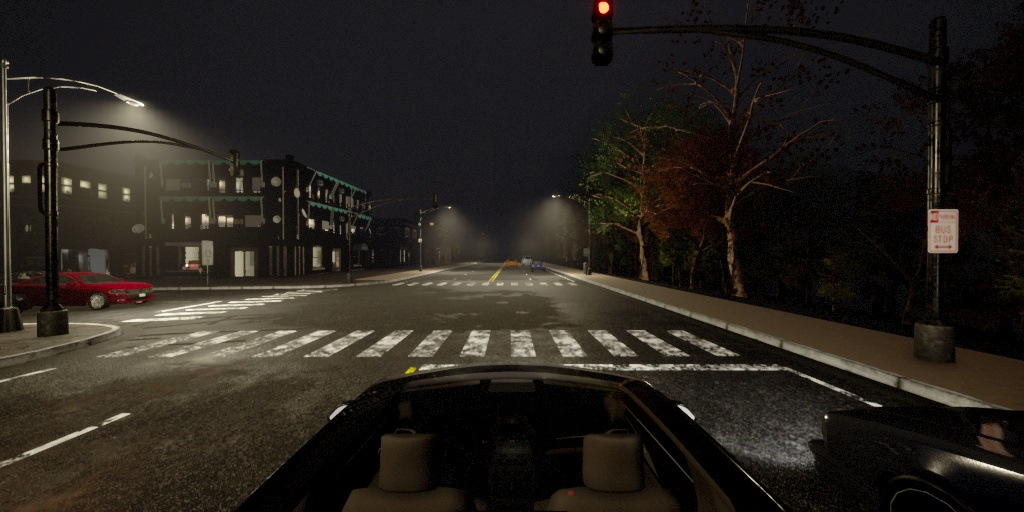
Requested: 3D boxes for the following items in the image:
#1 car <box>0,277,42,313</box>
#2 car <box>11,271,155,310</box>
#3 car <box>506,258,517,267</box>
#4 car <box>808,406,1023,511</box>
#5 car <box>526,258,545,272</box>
[{"bbox_3d":[-19.968,1.565,12.541,4.313,1.339,1.948,0,0,0],"label":"car"},{"bbox_3d":[-18.288,1.429,15.270,5.008,1.535,1.882,-1,1,-1],"label":"car"},{"bbox_3d":[-0.020,1.204,62.876,1.882,1.535,5.008,0,0,0],"label":"car"},{"bbox_3d":[3.353,1.298,0.426,2.033,1.411,5.357,0,0,0],"label":"car"},{"bbox_3d":[3.261,1.281,46.867,2.033,1.411,5.357,0,0,0],"label":"car"}]
